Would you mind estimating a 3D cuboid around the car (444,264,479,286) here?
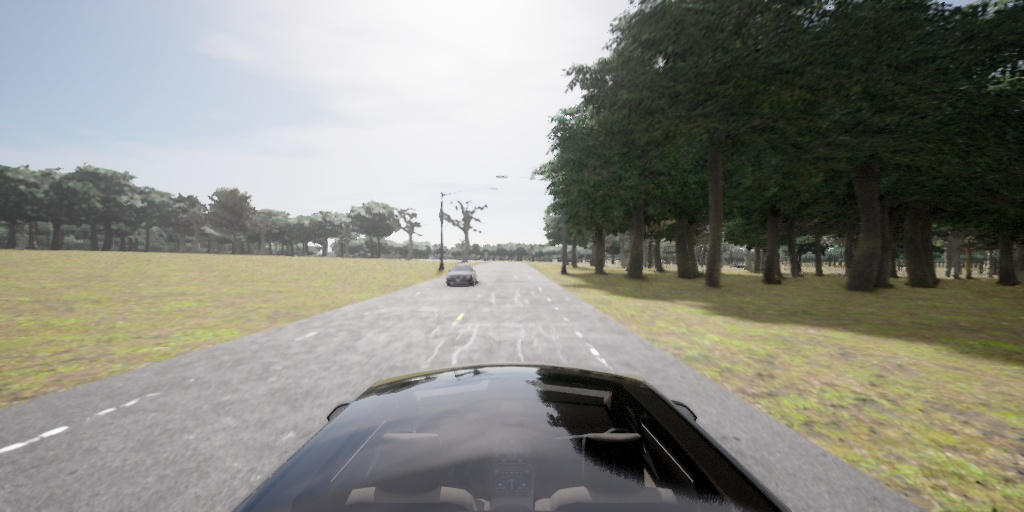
[{"bbox_3d":[-3.589,1.335,26.177,1.812,1.442,4.674,0,0,0],"label":"car"}]
